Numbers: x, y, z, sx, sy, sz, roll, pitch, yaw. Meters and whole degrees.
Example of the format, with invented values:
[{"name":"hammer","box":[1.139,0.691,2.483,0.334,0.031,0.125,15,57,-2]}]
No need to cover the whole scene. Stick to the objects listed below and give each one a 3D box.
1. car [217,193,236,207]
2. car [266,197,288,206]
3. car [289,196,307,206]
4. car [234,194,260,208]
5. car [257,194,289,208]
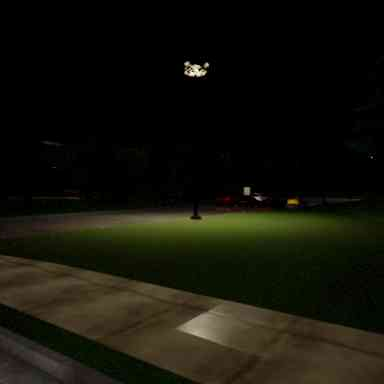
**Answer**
[{"name":"car","box":[6.033,1.222,51.317,2.150,2.045,5.566,0,0,37]},{"name":"car","box":[14.652,1.597,57.117,1.895,1.301,4.718,0,0,37]},{"name":"car","box":[17.441,1.472,55.003,1.882,1.535,5.008,0,0,37]},{"name":"car","box":[8.522,1.503,48.812,1.837,1.490,4.892,0,0,37]},{"name":"car","box":[11.543,1.474,47.002,1.882,1.535,5.008,0,0,38]}]
